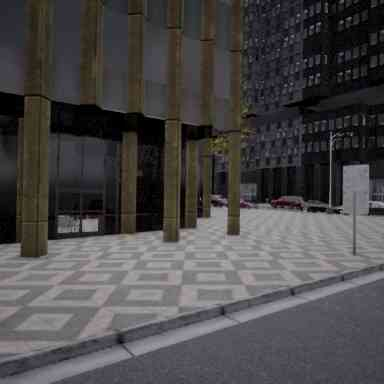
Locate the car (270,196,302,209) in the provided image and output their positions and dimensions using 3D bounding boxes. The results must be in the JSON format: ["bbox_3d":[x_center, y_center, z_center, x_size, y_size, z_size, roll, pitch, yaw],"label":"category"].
[{"bbox_3d":[13.652,1.488,47.724,2.192,1.841,5.009,1,-1,-35],"label":"car"}]

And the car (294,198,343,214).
[{"bbox_3d":[13.090,1.540,33.790,1.947,1.339,4.313,1,-1,-35],"label":"car"}]

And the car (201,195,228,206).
[{"bbox_3d":[4.074,1.513,61.206,2.192,1.841,5.009,1,-1,-35],"label":"car"}]

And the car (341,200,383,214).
[{"bbox_3d":[20.034,1.709,38.733,2.008,1.369,4.403,1,-1,-35],"label":"car"}]

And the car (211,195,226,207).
[{"bbox_3d":[3.515,1.312,47.276,2.192,1.841,5.009,1,-1,-35],"label":"car"}]

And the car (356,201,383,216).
[{"bbox_3d":[16.283,1.518,29.296,2.008,1.369,4.403,1,-1,-35],"label":"car"}]

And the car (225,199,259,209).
[{"bbox_3d":[6.704,1.571,42.778,1.802,1.307,4.206,1,-1,-35],"label":"car"}]
